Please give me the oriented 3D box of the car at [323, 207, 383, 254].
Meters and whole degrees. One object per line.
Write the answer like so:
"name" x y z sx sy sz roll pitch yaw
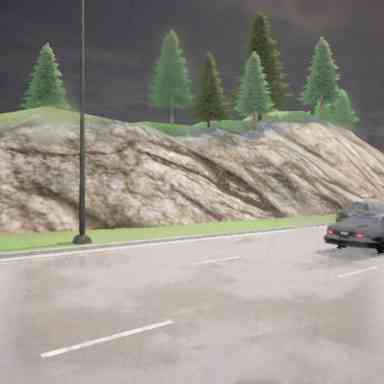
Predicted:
"car" 7.555 1.547 13.462 5.357 1.411 2.033 0 0 -35

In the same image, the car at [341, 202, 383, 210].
"car" 10.660 1.351 19.979 4.553 1.767 2.097 0 0 -36
